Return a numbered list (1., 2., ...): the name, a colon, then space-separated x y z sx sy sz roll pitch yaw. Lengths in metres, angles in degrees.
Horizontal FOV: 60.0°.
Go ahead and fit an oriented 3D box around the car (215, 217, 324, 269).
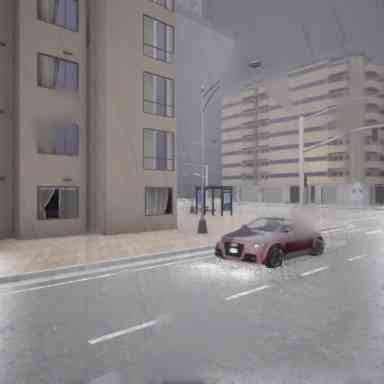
1. car: 2.721 1.564 11.260 4.181 1.385 1.994 0 0 -42
